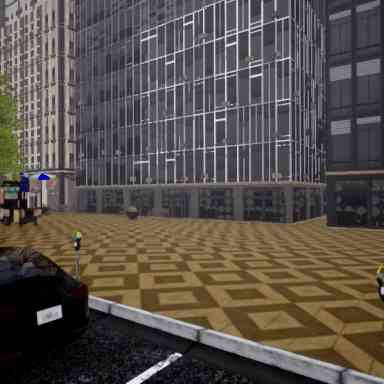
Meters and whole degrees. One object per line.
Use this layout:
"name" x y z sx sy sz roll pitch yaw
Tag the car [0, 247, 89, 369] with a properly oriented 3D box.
"car" -3.464 1.566 5.359 4.313 1.339 1.947 0 0 36
